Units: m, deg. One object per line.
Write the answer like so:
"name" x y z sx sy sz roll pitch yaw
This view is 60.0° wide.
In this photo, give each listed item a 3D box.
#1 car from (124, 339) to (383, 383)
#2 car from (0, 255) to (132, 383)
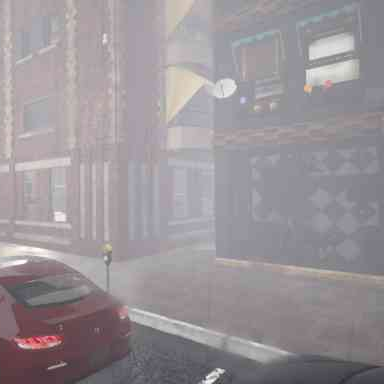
"car" 1.941 1.566 1.464 4.313 1.339 1.947 0 -1 35
"car" -2.670 1.583 4.741 4.206 1.307 1.802 0 -1 35
